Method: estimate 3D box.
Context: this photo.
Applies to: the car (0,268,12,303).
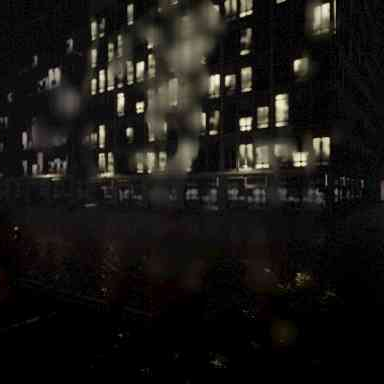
[{"bbox_3d":[-5.553,1.559,6.821,4.829,1.417,1.752,0,0,35],"label":"car"}]
